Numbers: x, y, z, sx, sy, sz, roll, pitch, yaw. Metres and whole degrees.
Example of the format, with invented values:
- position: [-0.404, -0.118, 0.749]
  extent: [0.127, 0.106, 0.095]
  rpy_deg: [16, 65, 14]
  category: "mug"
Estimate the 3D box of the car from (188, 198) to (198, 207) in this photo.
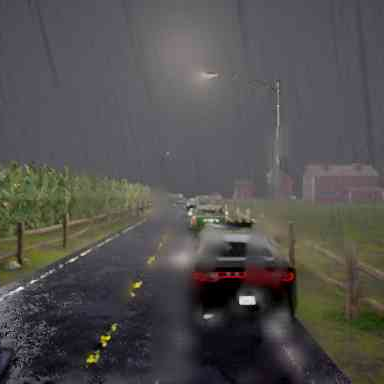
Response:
- position: [0.173, 1.939, 62.367]
  extent: [1.882, 1.535, 5.008]
  rpy_deg: [0, -1, 0]
  category: "car"

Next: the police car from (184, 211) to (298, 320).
- position: [0.855, 1.474, 7.688]
  extent: [1.930, 1.638, 5.238]
  rpy_deg: [0, 0, 0]
  category: "police car"

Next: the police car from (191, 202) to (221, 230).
- position: [0.897, 1.577, 23.688]
  extent: [1.930, 1.638, 5.238]
  rpy_deg: [0, 0, 0]
  category: "police car"

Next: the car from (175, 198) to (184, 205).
- position: [-2.554, 2.092, 71.171]
  extent: [2.033, 1.411, 5.357]
  rpy_deg: [0, -1, 0]
  category: "car"

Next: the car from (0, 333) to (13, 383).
- position: [-2.737, 1.557, 1.009]
  extent: [2.033, 1.411, 5.357]
  rpy_deg: [0, 0, 0]
  category: "car"

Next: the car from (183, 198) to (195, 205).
- position: [0.165, 1.923, 46.346]
  extent: [1.895, 1.301, 4.718]
  rpy_deg: [0, 0, 1]
  category: "car"

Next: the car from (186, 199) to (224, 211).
- position: [0.880, 1.464, 17.549]
  extent: [2.097, 1.767, 4.553]
  rpy_deg: [0, 0, 0]
  category: "car"
